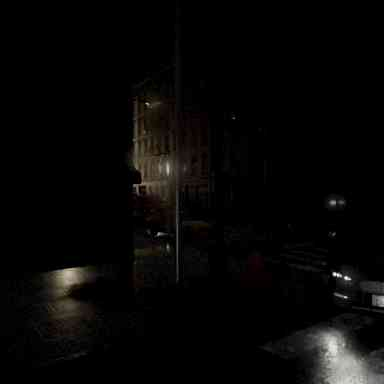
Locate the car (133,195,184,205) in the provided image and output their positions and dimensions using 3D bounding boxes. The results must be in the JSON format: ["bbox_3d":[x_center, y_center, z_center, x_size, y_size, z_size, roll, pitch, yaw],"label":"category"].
[{"bbox_3d":[-3.248,1.246,24.683,2.150,2.045,5.566,0,0,-35],"label":"car"}]

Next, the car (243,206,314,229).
[{"bbox_3d":[5.735,1.558,21.528,1.947,1.339,4.313,0,0,-35],"label":"car"}]

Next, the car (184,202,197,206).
[{"bbox_3d":[-0.545,1.566,30.345,1.947,1.339,4.313,0,0,-35],"label":"car"}]

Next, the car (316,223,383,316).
[{"bbox_3d":[4.078,1.503,7.541,2.128,1.511,4.902,1,0,24],"label":"car"}]

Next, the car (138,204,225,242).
[{"bbox_3d":[-0.708,1.554,16.741,1.752,1.417,4.829,0,0,-35],"label":"car"}]

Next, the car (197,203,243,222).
[{"bbox_3d":[2.595,1.578,25.937,1.802,1.307,4.206,0,0,-35],"label":"car"}]

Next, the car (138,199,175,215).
[{"bbox_3d":[-3.783,1.529,34.893,1.752,1.417,4.829,0,0,-35],"label":"car"}]

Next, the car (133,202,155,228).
[{"bbox_3d":[-3.947,1.584,21.289,2.008,1.369,4.403,0,0,-35],"label":"car"}]
